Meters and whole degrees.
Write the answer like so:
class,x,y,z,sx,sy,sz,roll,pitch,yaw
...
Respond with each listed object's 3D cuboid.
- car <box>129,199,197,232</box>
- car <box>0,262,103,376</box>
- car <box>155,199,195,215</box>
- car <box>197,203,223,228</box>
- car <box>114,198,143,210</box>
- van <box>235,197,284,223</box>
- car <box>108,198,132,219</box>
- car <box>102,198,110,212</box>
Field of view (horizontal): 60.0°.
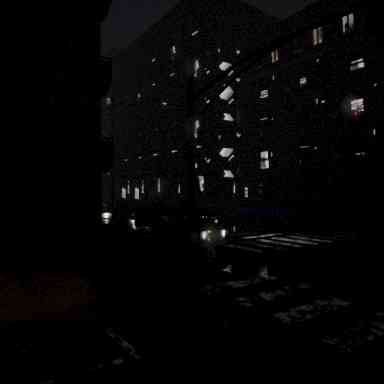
class,x,y,z,sx,sy,sz,roll,pitch,yaw
car,-1.859,1.447,20.004,1.967,1.590,4.097,0,0,-36
car,-3.591,1.525,4.007,4.829,1.417,1.752,0,0,-35
car,-1.797,1.462,34.212,1.752,1.417,4.829,0,0,-36
car,0.009,1.481,21.837,2.128,1.511,4.902,0,0,-36
car,-8.334,1.475,43.247,1.887,1.381,4.507,0,0,-36
van,4.941,1.293,24.901,1.690,1.788,3.998,0,0,-36
car,-5.385,1.541,29.285,1.994,1.385,4.181,0,0,-37
car,-11.373,1.447,37.584,1.882,1.535,5.008,0,0,-36
